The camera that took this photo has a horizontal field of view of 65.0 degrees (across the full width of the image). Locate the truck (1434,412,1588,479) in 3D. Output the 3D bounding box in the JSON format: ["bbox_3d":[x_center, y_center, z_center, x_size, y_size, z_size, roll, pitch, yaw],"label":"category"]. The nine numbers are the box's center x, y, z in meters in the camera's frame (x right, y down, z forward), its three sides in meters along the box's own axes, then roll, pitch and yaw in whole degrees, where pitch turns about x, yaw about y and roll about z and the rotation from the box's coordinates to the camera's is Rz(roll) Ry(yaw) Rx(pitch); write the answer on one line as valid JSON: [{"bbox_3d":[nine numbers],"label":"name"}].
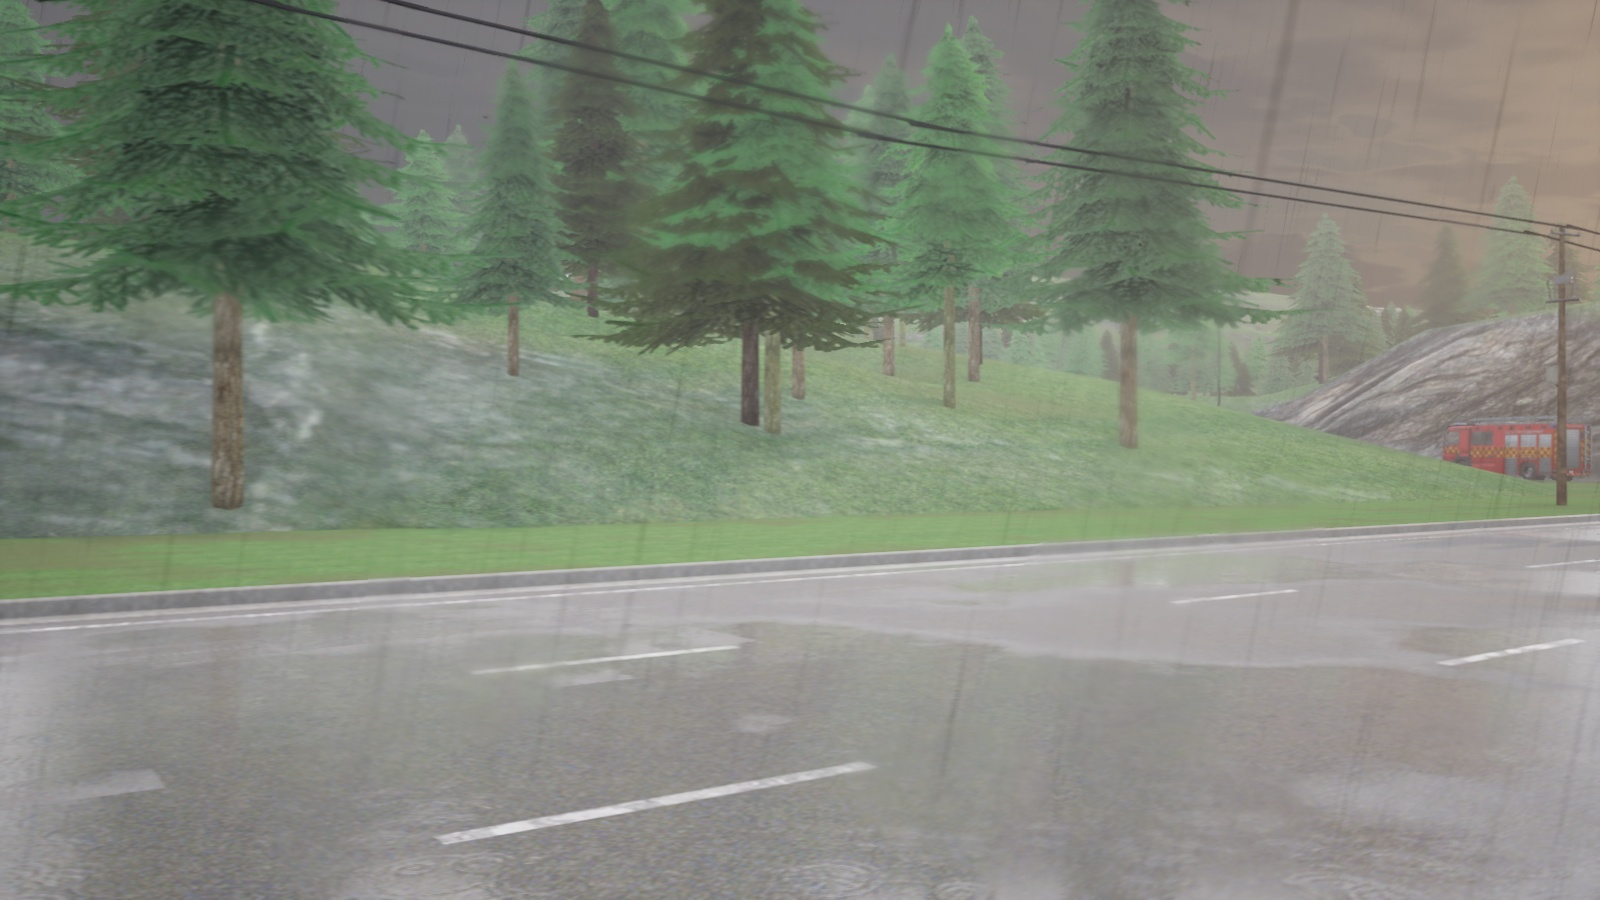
[{"bbox_3d":[42.625,-0.237,75.650,2.891,3.827,8.468,0,0,-16],"label":"truck"}]
